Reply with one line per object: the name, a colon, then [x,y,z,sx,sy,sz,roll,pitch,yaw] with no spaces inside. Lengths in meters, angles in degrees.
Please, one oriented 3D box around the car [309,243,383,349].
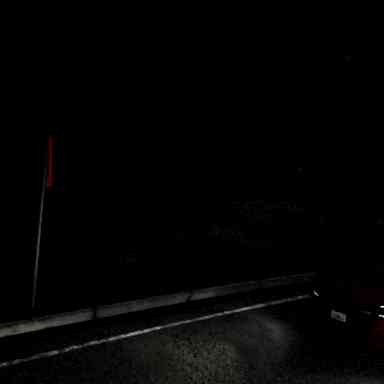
car: [4.325,1.532,5.920,5.008,1.535,1.882,1,-1,-27]
